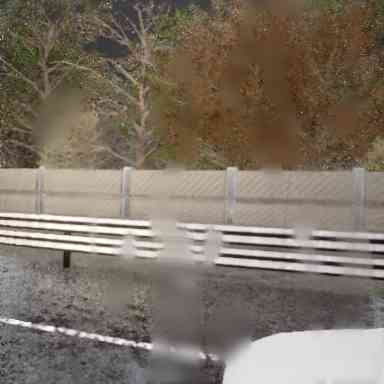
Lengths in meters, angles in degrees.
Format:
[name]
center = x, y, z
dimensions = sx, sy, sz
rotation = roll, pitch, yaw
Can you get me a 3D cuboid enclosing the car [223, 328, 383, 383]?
[car]
center = 2.488, 1.544, 2.072
dimensions = 4.674, 1.442, 1.812
rotation = 2, 1, 15
